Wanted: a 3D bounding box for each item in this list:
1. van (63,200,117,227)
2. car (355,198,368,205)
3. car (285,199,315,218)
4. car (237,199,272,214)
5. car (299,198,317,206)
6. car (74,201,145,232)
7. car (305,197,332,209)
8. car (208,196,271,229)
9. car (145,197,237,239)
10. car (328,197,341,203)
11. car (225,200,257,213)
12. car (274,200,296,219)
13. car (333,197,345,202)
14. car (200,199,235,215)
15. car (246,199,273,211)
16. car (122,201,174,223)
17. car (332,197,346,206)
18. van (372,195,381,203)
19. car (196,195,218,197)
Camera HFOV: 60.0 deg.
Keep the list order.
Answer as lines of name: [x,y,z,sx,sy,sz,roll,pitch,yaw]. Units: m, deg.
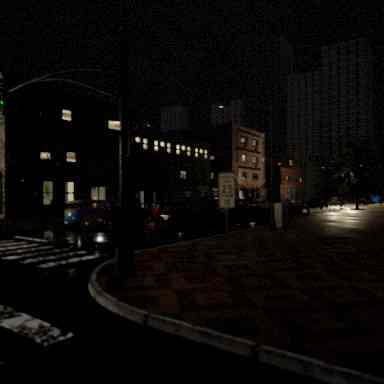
van: [-6.708,1.419,22.633,1.690,1.788,3.998,-1,-1,35]
car: [32.055,1.803,62.875,2.008,1.369,4.403,-1,-1,35]
car: [9.710,1.660,31.316,1.947,1.339,4.313,-1,-1,35]
car: [7.150,1.614,37.697,1.882,1.535,5.008,0,0,36]
car: [22.022,1.820,63.207,2.008,1.369,4.403,-1,-1,35]
car: [-4.591,1.543,21.138,1.882,1.535,5.008,0,0,35]
car: [18.118,1.530,47.669,2.097,1.767,4.553,0,0,35]
car: [3.324,1.370,22.301,2.192,1.841,5.009,-1,-1,35]
car: [0.132,1.352,17.793,2.192,1.841,5.009,-1,-1,35]
car: [34.790,1.919,81.240,2.008,1.369,4.403,-1,-1,35]
car: [6.061,1.706,40.664,2.008,1.369,4.403,-1,-1,35]
car: [6.518,1.619,26.808,1.887,1.381,4.507,-1,-1,35]
car: [37.982,1.940,85.749,1.887,1.381,4.507,-1,-1,35]
car: [2.869,1.575,36.158,1.967,1.590,4.097,-1,-1,35]
car: [9.253,1.728,45.173,2.008,1.369,4.403,-1,-1,35]
car: [-3.516,1.536,27.140,1.967,1.590,4.097,-1,-1,35]
car: [25.345,1.832,57.873,1.895,1.301,4.718,0,0,36]
van: [44.822,1.696,80.911,1.690,1.788,3.998,-1,-1,35]
car: [1.110,1.320,29.186,2.150,2.045,5.566,0,0,35]
